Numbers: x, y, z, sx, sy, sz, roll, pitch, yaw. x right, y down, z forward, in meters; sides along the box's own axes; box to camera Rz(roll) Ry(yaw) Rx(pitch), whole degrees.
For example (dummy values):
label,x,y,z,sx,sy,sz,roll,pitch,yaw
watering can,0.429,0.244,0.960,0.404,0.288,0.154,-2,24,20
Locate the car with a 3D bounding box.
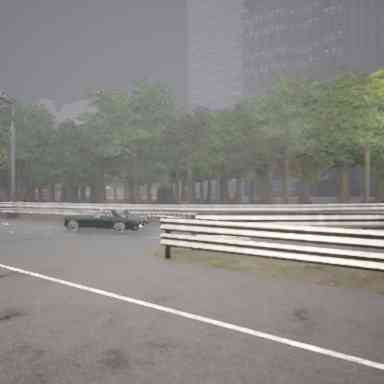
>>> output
label,x,y,z,sx,sy,sz,roll,pitch,yaw
car,-4.979,1.628,19.137,4.718,1.301,1.895,0,0,16
